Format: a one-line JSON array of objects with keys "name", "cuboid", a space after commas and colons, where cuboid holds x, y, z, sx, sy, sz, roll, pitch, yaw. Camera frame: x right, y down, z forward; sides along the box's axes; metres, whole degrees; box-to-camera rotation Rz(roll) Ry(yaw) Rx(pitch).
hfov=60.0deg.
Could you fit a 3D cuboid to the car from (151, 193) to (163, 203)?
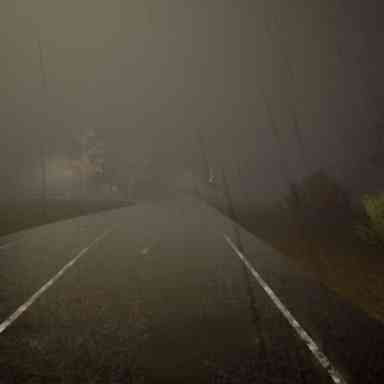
[{"name": "car", "cuboid": [-7.265, 1.288, 70.351, 2.150, 2.045, 5.566, 0, 0, 0]}]
